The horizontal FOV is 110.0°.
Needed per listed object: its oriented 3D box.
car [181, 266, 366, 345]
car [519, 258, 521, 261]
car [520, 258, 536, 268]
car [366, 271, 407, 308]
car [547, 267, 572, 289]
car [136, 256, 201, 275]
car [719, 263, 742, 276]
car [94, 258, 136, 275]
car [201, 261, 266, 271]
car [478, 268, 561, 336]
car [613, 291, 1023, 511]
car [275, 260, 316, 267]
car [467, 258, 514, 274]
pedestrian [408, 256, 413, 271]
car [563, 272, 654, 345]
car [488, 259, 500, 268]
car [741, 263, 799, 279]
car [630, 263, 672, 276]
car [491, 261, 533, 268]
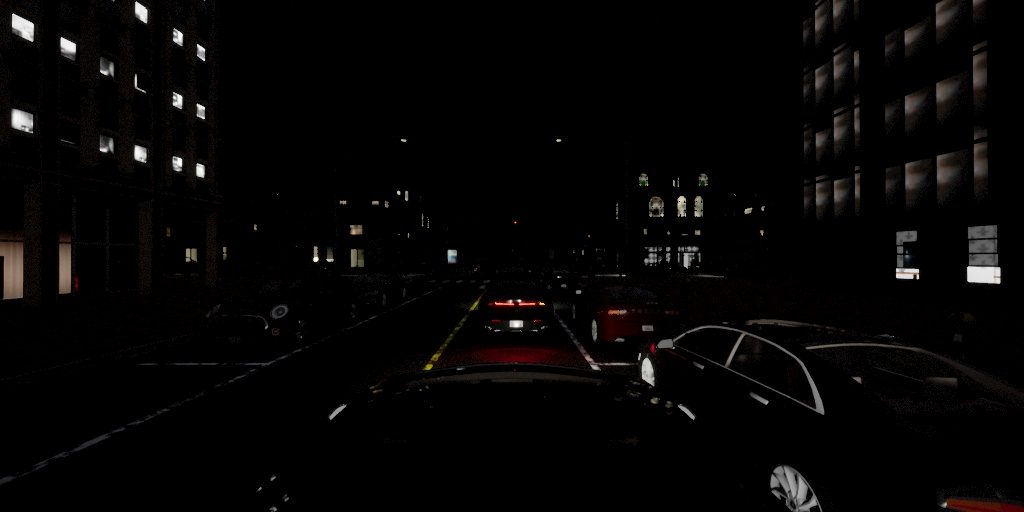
[{"bbox_3d":[-5.696,1.190,9.336,1.967,1.591,4.097,0,0,0],"label":"car"},{"bbox_3d":[2.641,1.340,64.142,1.802,1.307,4.207,0,0,0],"label":"car"},{"bbox_3d":[2.650,1.322,53.100,1.948,1.339,4.313,0,0,0],"label":"car"},{"bbox_3d":[-5.700,1.302,15.028,2.007,1.370,4.403,0,0,0],"label":"car"},{"bbox_3d":[2.676,1.302,20.710,2.007,1.370,4.403,0,0,0],"label":"car"},{"bbox_3d":[-30.976,0.917,33.171,5.009,1.841,2.192,0,0,1],"label":"car"},{"bbox_3d":[24.597,1.413,38.157,4.674,1.442,1.812,0,0,1],"label":"car"},{"bbox_3d":[-36.513,1.130,33.252,4.403,1.370,2.007,0,0,1],"label":"car"},{"bbox_3d":[-25.440,1.177,33.091,4.403,1.370,2.007,0,0,1],"label":"car"},{"bbox_3d":[0.094,1.256,10.342,1.837,1.490,4.892,0,0,0],"label":"car"},{"bbox_3d":[2.689,1.301,3.634,2.007,1.370,4.403,0,0,0],"label":"car"},{"bbox_3d":[-20.271,1.263,35.609,4.718,1.301,1.895,0,0,1],"label":"car"},{"bbox_3d":[-2.397,1.260,40.506,1.837,1.490,4.892,3,2,40],"label":"car"},{"bbox_3d":[-12.585,0.885,44.235,0.375,1.860,0.375,0,-1,1],"label":"pedestrian"},{"bbox_3d":[2.685,1.296,9.326,1.888,1.381,4.507,0,0,0],"label":"car"},{"bbox_3d":[-3.114,1.263,63.191,1.837,1.490,4.892,0,0,0],"label":"car"},{"bbox_3d":[23.618,1.433,32.339,4.207,1.307,1.802,0,0,1],"label":"car"},{"bbox_3d":[14.782,1.403,38.296,4.181,1.385,1.994,0,0,1],"label":"car"},{"bbox_3d":[0.081,1.230,20.531,1.882,1.535,5.008,0,0,2],"label":"car"}]
